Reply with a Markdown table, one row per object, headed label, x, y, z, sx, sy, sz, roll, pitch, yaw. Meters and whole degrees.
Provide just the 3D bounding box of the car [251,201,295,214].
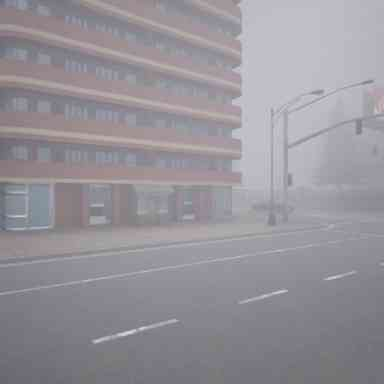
| label | x | y | z | sx | sy | sz | roll | pitch | yaw |
| --- | --- | --- | --- | --- | --- | --- | --- | --- | --- |
| car | 8.782 | 1.601 | 36.221 | 1.895 | 1.301 | 4.718 | 0 | 0 | -36 |
